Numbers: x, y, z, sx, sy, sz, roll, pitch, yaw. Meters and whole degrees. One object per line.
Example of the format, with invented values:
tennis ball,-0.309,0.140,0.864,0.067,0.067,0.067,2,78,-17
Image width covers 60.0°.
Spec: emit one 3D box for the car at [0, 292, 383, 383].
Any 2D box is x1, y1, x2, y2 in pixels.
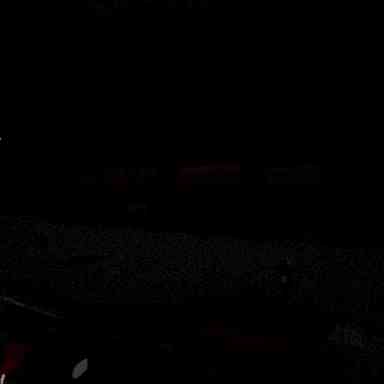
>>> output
car,0.168,1.556,2.709,4.507,1.381,1.887,-1,-1,36
